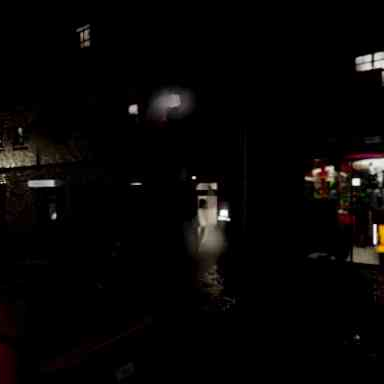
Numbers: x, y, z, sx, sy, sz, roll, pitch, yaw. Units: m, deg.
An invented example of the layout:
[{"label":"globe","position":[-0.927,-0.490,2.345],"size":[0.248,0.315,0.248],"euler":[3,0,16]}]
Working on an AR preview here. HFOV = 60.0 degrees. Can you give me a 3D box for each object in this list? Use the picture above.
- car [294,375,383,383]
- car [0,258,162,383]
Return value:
[{"label":"car","position":[2.157,1.564,1.178],"size":[4.206,1.307,1.802],"euler":[-1,0,36]},{"label":"car","position":[-2.454,1.600,4.468],"size":[4.507,1.381,1.887],"euler":[-1,0,36]}]
